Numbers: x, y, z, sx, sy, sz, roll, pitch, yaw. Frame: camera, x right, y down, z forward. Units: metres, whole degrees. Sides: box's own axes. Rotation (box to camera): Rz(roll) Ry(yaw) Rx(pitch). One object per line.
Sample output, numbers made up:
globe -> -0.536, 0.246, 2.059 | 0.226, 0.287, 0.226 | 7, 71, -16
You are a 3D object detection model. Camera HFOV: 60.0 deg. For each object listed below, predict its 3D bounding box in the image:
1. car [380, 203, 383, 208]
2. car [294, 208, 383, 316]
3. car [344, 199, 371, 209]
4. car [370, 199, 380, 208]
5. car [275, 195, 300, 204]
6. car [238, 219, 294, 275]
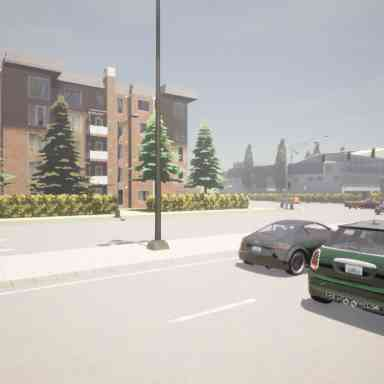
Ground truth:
car -> 11.496, 1.352, 16.264 | 4.553, 1.767, 2.097 | 0, 0, -36
car -> 4.505, 1.352, 6.944 | 4.553, 1.767, 2.097 | 0, 0, -36
car -> 22.343, 1.600, 43.020 | 4.718, 1.301, 1.895 | 0, 0, 2
car -> 19.775, 1.525, 32.684 | 4.674, 1.442, 1.812 | 0, 0, -38
car -> 17.704, 1.351, 61.771 | 2.097, 1.767, 4.553 | 0, 0, -34
car -> 3.445, 1.564, 10.479 | 4.181, 1.385, 1.994 | 0, 0, -36
